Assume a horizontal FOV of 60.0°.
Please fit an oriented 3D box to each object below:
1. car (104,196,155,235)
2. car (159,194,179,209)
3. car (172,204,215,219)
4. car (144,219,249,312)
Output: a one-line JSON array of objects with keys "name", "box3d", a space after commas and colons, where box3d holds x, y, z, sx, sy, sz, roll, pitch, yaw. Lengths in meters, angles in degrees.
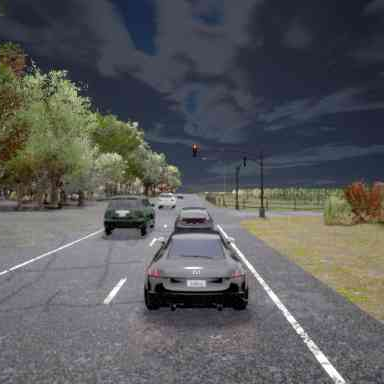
[{"name": "car", "box3d": [-3.400, 1.226, 18.928, 2.150, 2.045, 5.566, 0, 0, 0]}, {"name": "car", "box3d": [-3.401, 1.231, 46.675, 2.150, 2.045, 5.566, 0, 0, 0]}, {"name": "car", "box3d": [0.100, 1.510, 16.733, 1.837, 1.490, 4.892, 0, 0, 0]}, {"name": "car", "box3d": [0.094, 1.566, 7.820, 1.994, 1.385, 4.181, 0, 0, 0]}]
